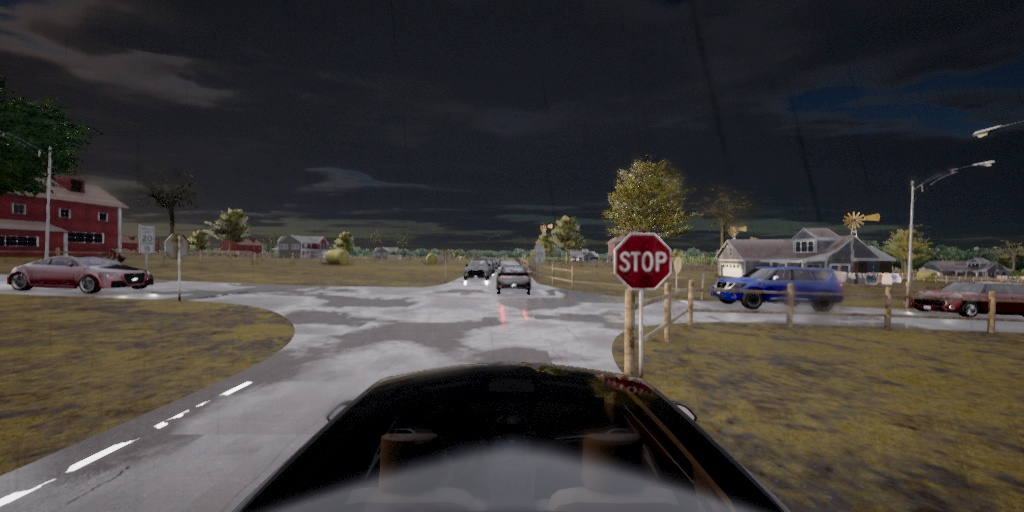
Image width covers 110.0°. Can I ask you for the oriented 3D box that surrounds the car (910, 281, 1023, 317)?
[{"bbox_3d":[22.563,2.022,17.532,4.553,1.767,2.097,2,0,0],"label":"car"}]

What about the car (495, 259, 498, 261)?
[{"bbox_3d":[-2.915,1.219,41.024,1.837,1.490,4.892,0,0,0],"label":"car"}]

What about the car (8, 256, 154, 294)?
[{"bbox_3d":[-17.185,0.689,14.452,4.181,1.385,1.994,2,0,0],"label":"car"}]

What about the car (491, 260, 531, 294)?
[{"bbox_3d":[0.085,1.247,20.800,2.128,1.511,4.902,0,1,0],"label":"car"}]

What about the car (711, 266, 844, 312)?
[{"bbox_3d":[12.852,1.505,17.505,5.566,2.045,2.150,2,0,0],"label":"car"}]

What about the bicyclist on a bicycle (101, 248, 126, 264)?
[{"bbox_3d":[-22.655,0.380,20.421,0.582,1.620,1.656,2,0,0],"label":"bicyclist on a bicycle"}]

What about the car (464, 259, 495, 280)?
[{"bbox_3d":[-2.907,1.074,31.123,2.097,1.767,4.553,0,0,0],"label":"car"}]
